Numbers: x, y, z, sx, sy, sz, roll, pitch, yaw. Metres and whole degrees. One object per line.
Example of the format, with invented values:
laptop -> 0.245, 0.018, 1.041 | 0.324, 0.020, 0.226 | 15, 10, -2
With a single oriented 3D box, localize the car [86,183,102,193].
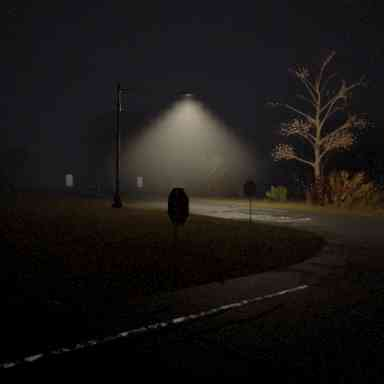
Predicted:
car -> -17.513, -0.673, 59.829 | 2.097, 1.767, 4.553 | 0, 2, -35

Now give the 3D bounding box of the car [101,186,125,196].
car -> -12.190, -0.166, 52.354 | 1.994, 1.385, 4.181 | 0, 2, -35
